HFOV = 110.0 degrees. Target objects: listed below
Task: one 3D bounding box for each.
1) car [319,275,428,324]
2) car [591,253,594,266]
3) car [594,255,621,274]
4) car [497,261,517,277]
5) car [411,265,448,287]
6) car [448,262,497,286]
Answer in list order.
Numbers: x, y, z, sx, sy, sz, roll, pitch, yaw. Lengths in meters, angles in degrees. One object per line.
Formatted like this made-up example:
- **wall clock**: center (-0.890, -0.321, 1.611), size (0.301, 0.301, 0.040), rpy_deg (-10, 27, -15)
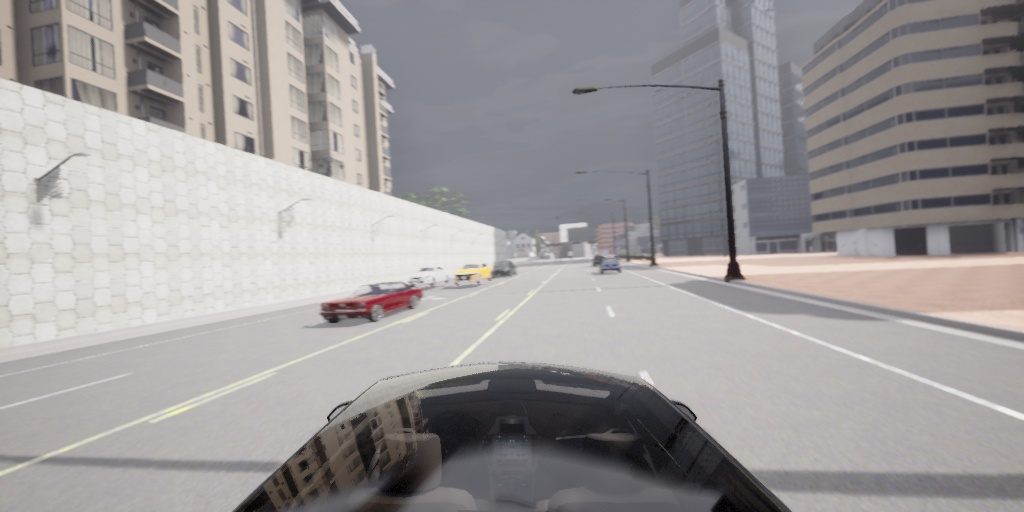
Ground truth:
- **car**: center (-5.337, 1.731, 14.273), size (1.895, 1.301, 4.718), rpy_deg (-4, 0, 11)
- **car**: center (12.404, 0.655, 51.264), size (1.837, 1.490, 4.892), rpy_deg (-4, 0, 11)
- **car**: center (9.080, 0.841, 33.575), size (2.033, 1.411, 5.357), rpy_deg (-4, 0, 11)
- **car**: center (-0.900, 1.288, 37.686), size (2.097, 1.767, 4.553), rpy_deg (-4, 0, 11)
- **car**: center (-6.292, 1.482, 27.775), size (1.812, 1.442, 4.674), rpy_deg (-4, 0, 11)
- **car**: center (-2.861, 1.217, 27.132), size (1.882, 1.535, 5.008), rpy_deg (-4, 0, 11)
